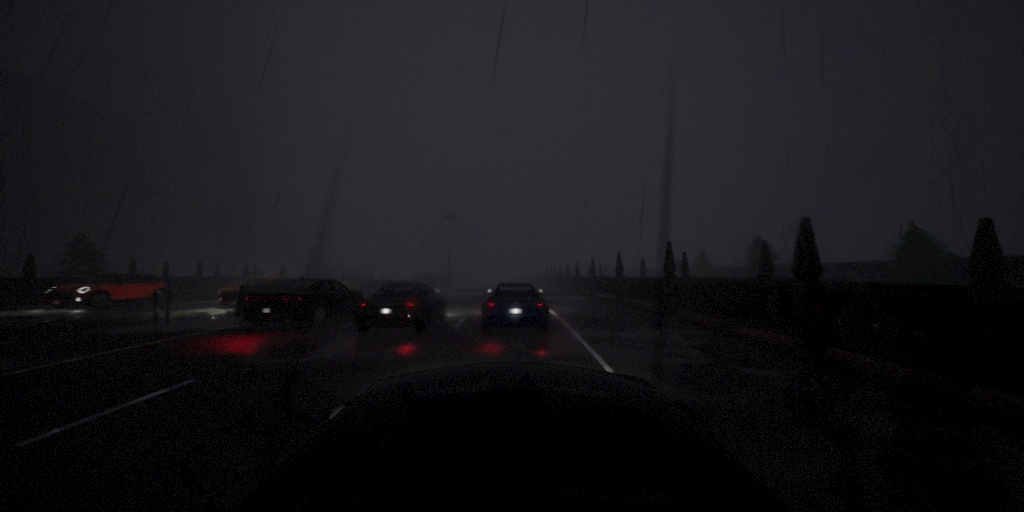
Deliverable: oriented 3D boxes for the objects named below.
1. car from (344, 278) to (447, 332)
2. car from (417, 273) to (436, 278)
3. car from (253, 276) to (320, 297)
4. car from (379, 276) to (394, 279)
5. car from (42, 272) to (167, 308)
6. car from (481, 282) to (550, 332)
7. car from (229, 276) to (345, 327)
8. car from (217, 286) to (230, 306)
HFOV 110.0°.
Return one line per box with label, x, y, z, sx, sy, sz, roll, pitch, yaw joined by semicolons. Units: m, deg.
car;-3.395;1.537;11.655;1.994;1.385;4.181;0;-2;0
car;-14.298;3.879;61.580;2.150;2.045;5.566;0;-3;-3
car;-17.583;2.348;28.297;2.128;1.511;4.902;0;-3;0
car;-21.273;4.128;61.003;1.837;1.490;4.892;0;-3;-3
car;-21.090;1.700;18.885;2.097;1.767;4.553;0;-3;0
car;0.105;1.536;11.648;1.994;1.385;4.181;0;-2;0
car;-6.895;1.492;12.545;1.882;1.535;5.008;0;-3;0
car;-14.091;1.906;20.376;1.882;1.535;5.008;0;-3;0
